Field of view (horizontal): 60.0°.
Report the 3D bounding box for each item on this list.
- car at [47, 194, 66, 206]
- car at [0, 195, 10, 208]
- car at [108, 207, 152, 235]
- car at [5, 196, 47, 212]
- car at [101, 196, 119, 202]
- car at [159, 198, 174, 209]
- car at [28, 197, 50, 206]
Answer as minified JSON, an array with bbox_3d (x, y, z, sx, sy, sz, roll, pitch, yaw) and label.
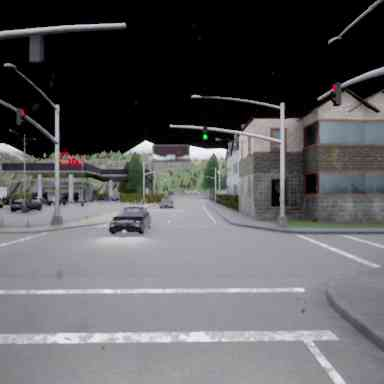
[{"bbox_3d":[-22.633,1.358,55.972,1.905,1.878,3.866,0,0,0],"label":"car"},{"bbox_3d":[-25.897,1.366,48.095,1.932,1.855,4.605,0,0,0],"label":"car"},{"bbox_3d":[-3.511,1.614,19.885,2.033,1.411,5.357,0,1,0],"label":"car"},{"bbox_3d":[-18.927,1.551,38.103,2.007,1.523,4.514,0,0,0],"label":"car"},{"bbox_3d":[-22.182,1.815,89.974,4.611,1.667,2.242,0,0,0],"label":"car"},{"bbox_3d":[-3.506,1.627,46.181,1.837,1.490,4.892,0,2,0],"label":"car"},{"bbox_3d":[-25.959,1.643,56.574,1.970,1.475,3.806,0,0,0],"label":"car"}]
